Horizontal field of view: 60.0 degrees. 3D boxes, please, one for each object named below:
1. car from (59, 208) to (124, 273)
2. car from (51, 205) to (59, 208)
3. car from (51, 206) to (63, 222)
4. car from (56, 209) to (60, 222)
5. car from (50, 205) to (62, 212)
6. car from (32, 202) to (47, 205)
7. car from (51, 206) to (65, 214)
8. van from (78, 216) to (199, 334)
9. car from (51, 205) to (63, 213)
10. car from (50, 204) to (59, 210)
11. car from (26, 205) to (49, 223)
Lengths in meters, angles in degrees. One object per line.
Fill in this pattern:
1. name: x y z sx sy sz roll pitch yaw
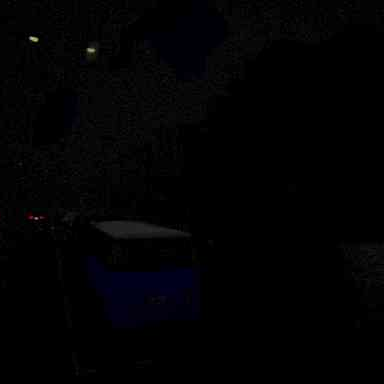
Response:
1. car: -3.442 1.660 12.048 2.192 1.841 5.009 1 -2 -24
2. car: -20.718 2.933 51.680 1.947 1.339 4.313 1 -2 -24
3. car: -14.240 2.519 36.817 1.887 1.381 4.507 1 -2 -24
4. car: -8.565 2.178 24.104 1.812 1.442 4.674 2 -2 -23
5. car: -27.197 3.323 66.545 2.008 1.369 4.403 1 -2 -24
6. car: -20.970 2.366 45.791 2.150 2.045 5.566 2 -3 -23
7. car: -22.878 3.051 56.636 2.008 1.369 4.403 1 -2 -24
8. van: -1.283 1.564 7.093 1.690 1.788 3.998 1 -2 -24
9. car: -25.037 3.180 61.590 1.887 1.381 4.507 1 -2 -24
10. car: -33.675 3.733 81.409 1.887 1.381 4.507 1 -2 -24
11. car: -15.920 2.349 34.237 1.837 1.490 4.892 2 -2 -23
